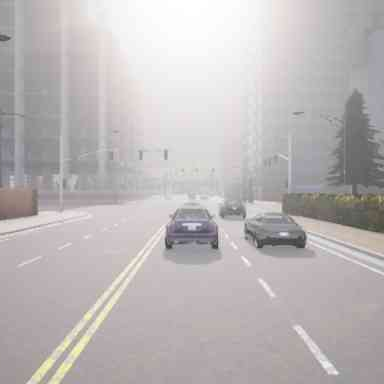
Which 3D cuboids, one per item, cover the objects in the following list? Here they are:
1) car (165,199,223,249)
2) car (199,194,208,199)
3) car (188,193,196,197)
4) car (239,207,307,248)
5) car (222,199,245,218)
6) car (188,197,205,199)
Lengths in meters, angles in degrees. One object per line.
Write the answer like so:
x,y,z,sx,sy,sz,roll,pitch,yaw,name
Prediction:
0.000,1.364,14.620,2.097,1.767,4.553,0,0,0,car
3.500,1.474,93.124,1.812,1.442,4.674,0,0,0,car
0.000,1.170,92.838,2.150,2.045,5.566,0,0,0,car
3.500,1.571,14.650,1.994,1.385,4.181,0,0,0,car
3.500,1.364,29.620,2.097,1.767,4.553,0,0,0,car
0.000,1.515,29.650,1.837,1.490,4.892,0,0,0,car
